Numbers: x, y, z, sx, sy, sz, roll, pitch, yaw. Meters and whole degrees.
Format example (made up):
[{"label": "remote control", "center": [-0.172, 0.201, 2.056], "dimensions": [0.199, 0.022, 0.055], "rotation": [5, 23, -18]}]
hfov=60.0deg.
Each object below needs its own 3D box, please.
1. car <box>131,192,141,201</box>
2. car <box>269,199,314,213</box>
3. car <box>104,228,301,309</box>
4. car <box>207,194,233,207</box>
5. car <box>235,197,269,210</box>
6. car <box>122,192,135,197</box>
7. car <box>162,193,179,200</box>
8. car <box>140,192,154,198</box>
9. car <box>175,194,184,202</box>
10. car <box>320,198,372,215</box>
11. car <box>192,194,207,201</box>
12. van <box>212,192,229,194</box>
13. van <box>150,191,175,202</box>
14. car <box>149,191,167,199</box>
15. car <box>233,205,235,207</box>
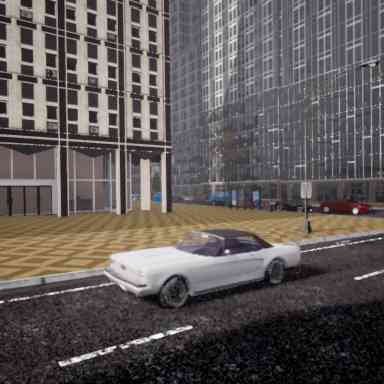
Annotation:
[{"label": "car", "center": [-11.637, 1.051, 68.065], "dimensions": [2.008, 1.369, 4.403], "rotation": [0, 1, -34]}, {"label": "car", "center": [10.721, 1.435, 35.157], "dimensions": [1.947, 1.339, 4.313], "rotation": [0, 1, -34]}, {"label": "car", "center": [0.414, 1.601, 7.974], "dimensions": [4.718, 1.301, 1.895], "rotation": [0, 0, -35]}, {"label": "car", "center": [4.365, 1.331, 44.583], "dimensions": [1.947, 1.339, 4.313], "rotation": [0, 1, -34]}, {"label": "car", "center": [7.526, 1.399, 39.860], "dimensions": [1.802, 1.307, 4.206], "rotation": [0, 1, -34]}, {"label": "car", "center": [-17.558, 0.703, 91.558], "dimensions": [2.008, 1.369, 4.403], "rotation": [0, 1, -34]}, {"label": "car", "center": [-4.721, 0.950, 72.797], "dimensions": [1.802, 1.307, 4.206], "rotation": [0, 1, -34]}, {"label": "car", "center": [-11.140, 0.701, 82.176], "dimensions": [1.967, 1.590, 4.097], "rotation": [0, 1, -34]}, {"label": "car", "center": [-3.138, 1.128, 60.342], "dimensions": [1.994, 1.385, 4.181], "rotation": [-1, 1, -34]}, {"label": "car", "center": [15.299, 1.342, 33.255], "dimensions": [1.882, 1.535, 5.008], "rotation": [-1, 1, -34]}, {"label": "car", "center": [1.698, 1.058, 63.415], "dimensions": [1.802, 1.307, 4.206], "rotation": [0, 1, -34]}, {"label": "van", "center": [4.907, 0.870, 58.721], "dimensions": [1.690, 1.788, 3.998], "rotation": [0, 1, -34]}, {"label": "van", "center": [-5.218, 0.948, 58.681], "dimensions": [1.690, 1.788, 3.998], "rotation": [0, 1, -34]}, {"label": "car", "center": [-7.930, 0.630, 77.484], "dimensions": [2.192, 1.841, 5.009], "rotation": [0, 1, -34]}, {"label": "car", "center": [8.006, 1.348, 43.932], "dimensions": [1.895, 1.301, 4.718], "rotation": [-1, 1, -34]}]
